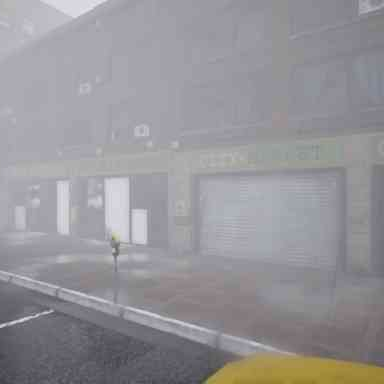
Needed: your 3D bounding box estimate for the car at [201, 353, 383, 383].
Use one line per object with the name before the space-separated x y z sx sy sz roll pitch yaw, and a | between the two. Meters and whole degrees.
car | 1.980 1.525 1.470 4.829 1.417 1.752 0 0 36
